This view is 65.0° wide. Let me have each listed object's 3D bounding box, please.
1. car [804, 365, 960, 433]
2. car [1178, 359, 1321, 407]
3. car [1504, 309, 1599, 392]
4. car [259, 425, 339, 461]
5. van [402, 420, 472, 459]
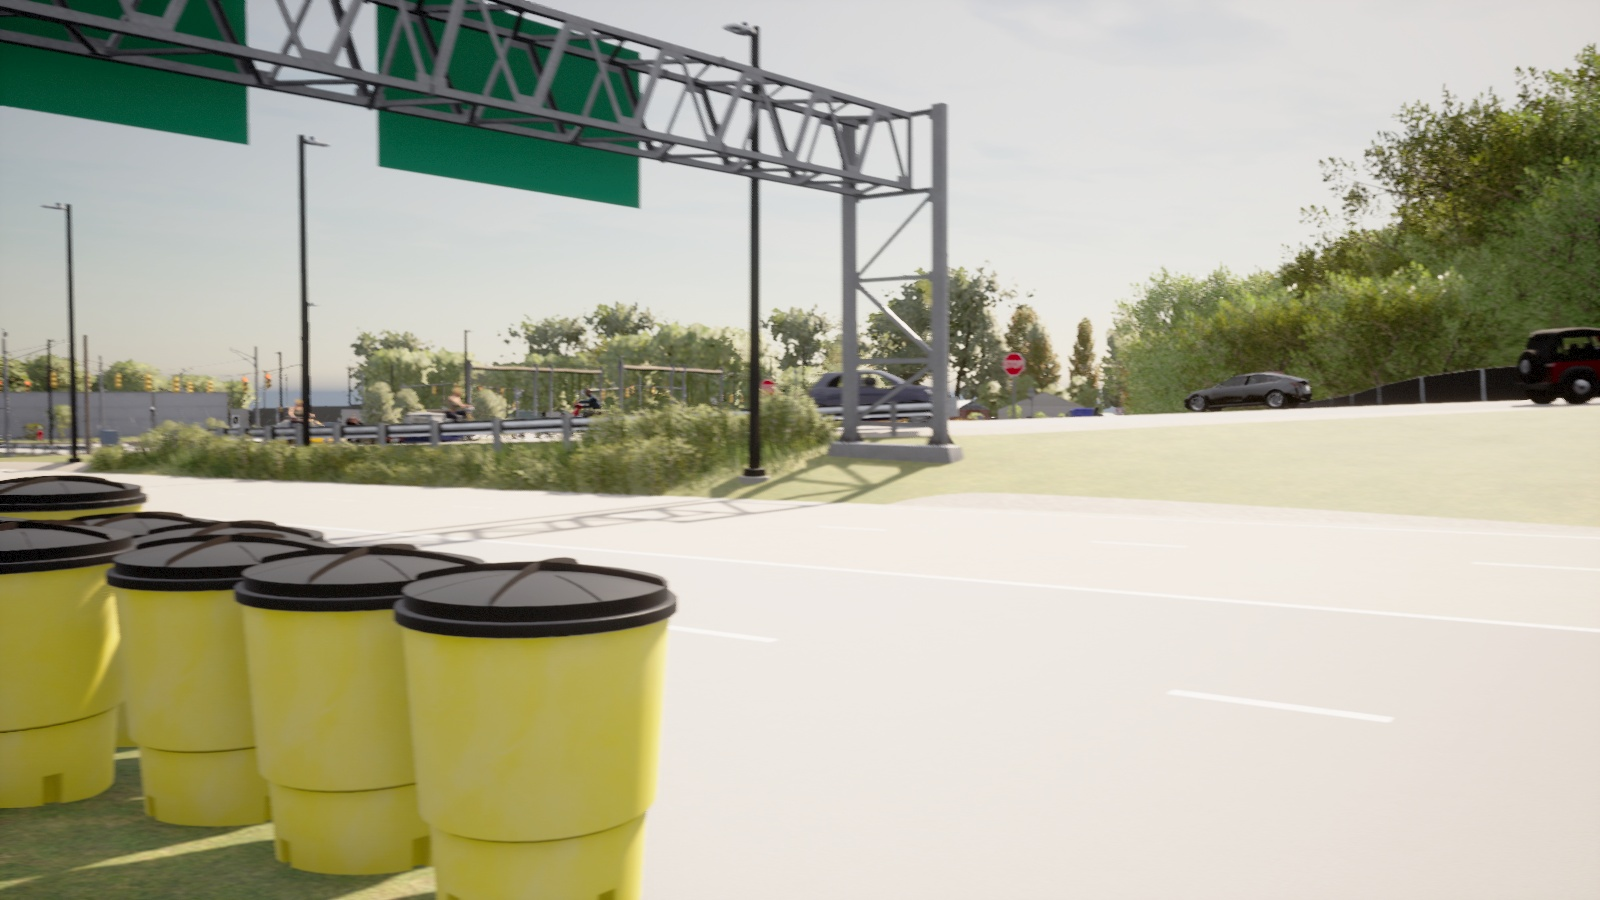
[{"bbox_3d":[2.137,-1.318,32.296,3.633,1.501,1.845,-3,2,16],"label":"car"},{"bbox_3d":[17.627,-2.613,49.370,4.792,1.488,2.163,-3,1,38],"label":"car"},{"bbox_3d":[19.819,-2.524,30.850,3.866,1.878,1.905,-4,3,4],"label":"car"},{"bbox_3d":[-23.583,-0.297,59.307,1.801,1.575,5.366,-1,0,-2],"label":"car"},{"bbox_3d":[-19.388,-0.527,67.199,1.775,1.987,4.442,-2,0,10],"label":"van"}]
